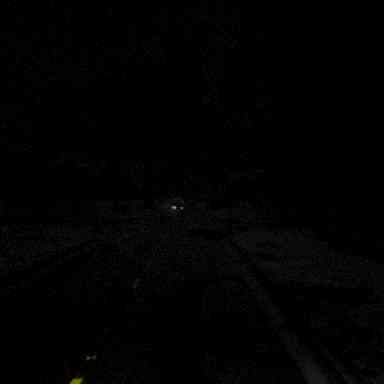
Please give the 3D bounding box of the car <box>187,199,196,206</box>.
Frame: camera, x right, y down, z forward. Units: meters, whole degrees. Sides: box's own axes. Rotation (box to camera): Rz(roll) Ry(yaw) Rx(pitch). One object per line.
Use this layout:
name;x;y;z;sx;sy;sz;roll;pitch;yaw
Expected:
car;-0.129;2.324;76.236;2.128;1.511;4.902;0;-1;0

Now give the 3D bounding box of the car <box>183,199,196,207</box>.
car;-0.111;2.228;65.815;2.128;1.511;4.902;0;-1;0

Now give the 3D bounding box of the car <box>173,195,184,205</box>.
car;-2.871;1.671;71.211;2.150;2.045;5.566;0;-1;0
